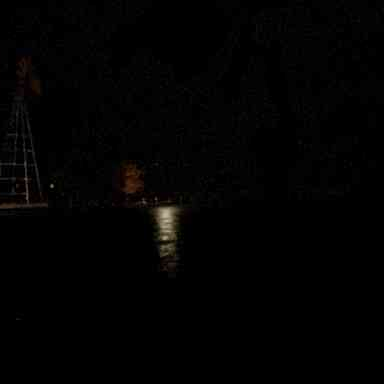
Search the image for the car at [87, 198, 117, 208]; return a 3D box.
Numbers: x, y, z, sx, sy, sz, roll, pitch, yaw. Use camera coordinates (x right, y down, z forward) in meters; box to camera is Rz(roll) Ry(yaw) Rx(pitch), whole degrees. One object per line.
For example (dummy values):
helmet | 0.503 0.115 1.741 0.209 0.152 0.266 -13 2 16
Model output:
car | -14.076 1.675 52.233 1.837 1.490 4.892 0 1 38
